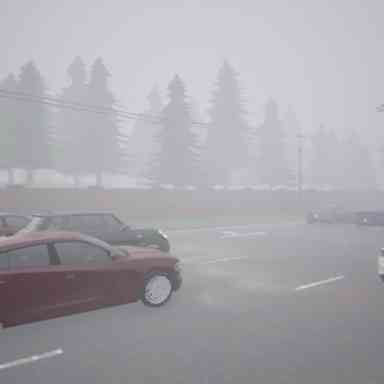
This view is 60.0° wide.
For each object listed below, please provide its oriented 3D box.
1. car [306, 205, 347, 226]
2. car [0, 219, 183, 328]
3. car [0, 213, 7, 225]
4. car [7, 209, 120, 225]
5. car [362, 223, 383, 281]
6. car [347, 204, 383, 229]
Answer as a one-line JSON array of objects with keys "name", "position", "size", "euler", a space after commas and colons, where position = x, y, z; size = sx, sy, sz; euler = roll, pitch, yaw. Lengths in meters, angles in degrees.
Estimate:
[{"name": "car", "position": [10.118, 1.617, 23.866], "size": [4.181, 1.385, 1.994], "euler": [0, 0, -36]}, {"name": "car", "position": [-2.497, 1.481, 6.268], "size": [5.008, 1.535, 1.882], "euler": [0, 0, -36]}, {"name": "car", "position": [-6.523, 1.481, 11.994], "size": [5.008, 1.535, 1.882], "euler": [0, 0, -36]}, {"name": "car", "position": [-2.919, 1.360, 10.263], "size": [4.553, 1.767, 2.097], "euler": [0, 0, -35]}, {"name": "car", "position": [6.435, 1.550, 8.338], "size": [4.674, 1.442, 1.812], "euler": [0, 0, -36]}, {"name": "car", "position": [12.257, 1.532, 21.092], "size": [5.008, 1.535, 1.882], "euler": [0, 0, -36]}]
